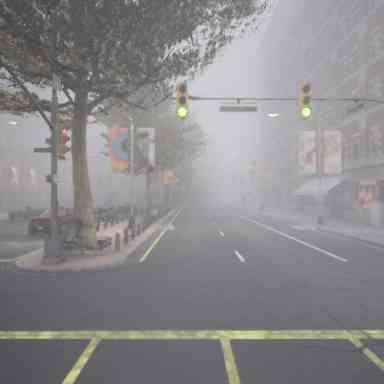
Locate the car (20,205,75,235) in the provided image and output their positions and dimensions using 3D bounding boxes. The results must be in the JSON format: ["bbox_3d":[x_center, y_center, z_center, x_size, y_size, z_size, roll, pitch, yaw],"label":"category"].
[{"bbox_3d":[-8.088,1.680,20.265,1.882,1.535,5.008,0,-1,0],"label":"car"}]

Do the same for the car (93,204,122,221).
[{"bbox_3d":[-8.067,1.865,30.310,1.994,1.385,4.181,0,-1,0],"label":"car"}]

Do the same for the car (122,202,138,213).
[{"bbox_3d":[-8.014,1.961,41.849,2.033,1.411,5.357,0,-1,0],"label":"car"}]

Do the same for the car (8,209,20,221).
[{"bbox_3d":[-14.735,1.899,30.413,1.895,1.301,4.718,0,-1,0],"label":"car"}]
